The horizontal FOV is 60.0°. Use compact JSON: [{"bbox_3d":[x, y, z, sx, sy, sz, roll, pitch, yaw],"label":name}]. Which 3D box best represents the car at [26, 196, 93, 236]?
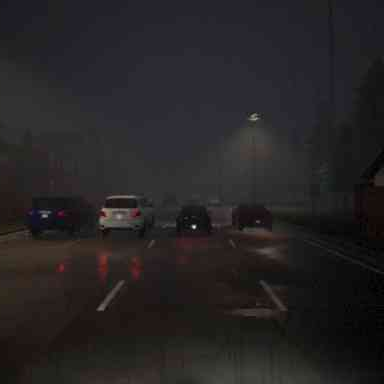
[{"bbox_3d":[-6.899,1.206,18.258,2.150,2.045,5.566,0,0,0],"label":"car"}]

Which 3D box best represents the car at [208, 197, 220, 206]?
[{"bbox_3d":[3.502,1.480,53.628,1.812,1.442,4.674,0,0,0],"label":"car"}]

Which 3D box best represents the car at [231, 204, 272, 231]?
[{"bbox_3d":[3.601,1.460,20.665,1.882,1.535,5.008,0,0,0],"label":"car"}]

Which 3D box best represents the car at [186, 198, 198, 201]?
[{"bbox_3d":[0.002,1.556,53.658,1.895,1.301,4.718,0,0,0],"label":"car"}]

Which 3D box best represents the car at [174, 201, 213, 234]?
[{"bbox_3d":[0.101,1.489,19.180,1.837,1.490,4.892,0,0,0],"label":"car"}]

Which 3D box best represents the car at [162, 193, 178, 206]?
[{"bbox_3d":[-3.498,1.177,53.243,2.150,2.045,5.566,0,0,0],"label":"car"}]

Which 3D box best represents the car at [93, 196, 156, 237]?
[{"bbox_3d":[-3.398,1.206,18.221,2.150,2.045,5.566,0,0,0],"label":"car"}]

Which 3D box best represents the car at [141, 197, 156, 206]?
[{"bbox_3d":[-6.998,1.481,53.628,1.812,1.442,4.674,0,0,0],"label":"car"}]
